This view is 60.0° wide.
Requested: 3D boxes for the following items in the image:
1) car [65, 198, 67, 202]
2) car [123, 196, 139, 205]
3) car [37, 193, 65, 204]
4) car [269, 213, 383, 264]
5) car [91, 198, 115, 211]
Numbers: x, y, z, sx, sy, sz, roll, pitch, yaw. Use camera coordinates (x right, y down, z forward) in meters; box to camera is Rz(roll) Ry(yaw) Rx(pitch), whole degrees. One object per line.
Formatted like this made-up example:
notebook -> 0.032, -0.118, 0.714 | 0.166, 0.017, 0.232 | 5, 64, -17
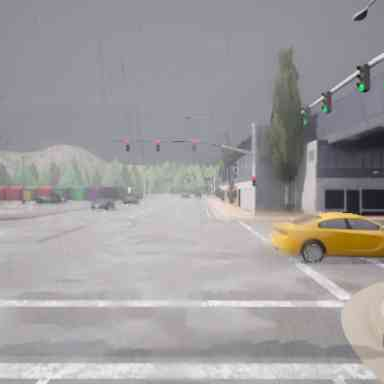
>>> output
car -> -24.776, 1.284, 60.482 | 3.806, 1.475, 1.970 | 0, 0, 0
car -> -10.099, 1.446, 55.515 | 2.033, 1.411, 5.357 | 0, 0, 2
car -> -24.796, 1.051, 57.586 | 3.866, 1.878, 1.905 | 0, 0, 0
car -> 5.173, 1.461, 11.201 | 5.008, 1.535, 1.882 | 0, 0, 0
car -> -10.557, 1.418, 39.635 | 2.128, 1.511, 4.902 | 0, 0, 1
